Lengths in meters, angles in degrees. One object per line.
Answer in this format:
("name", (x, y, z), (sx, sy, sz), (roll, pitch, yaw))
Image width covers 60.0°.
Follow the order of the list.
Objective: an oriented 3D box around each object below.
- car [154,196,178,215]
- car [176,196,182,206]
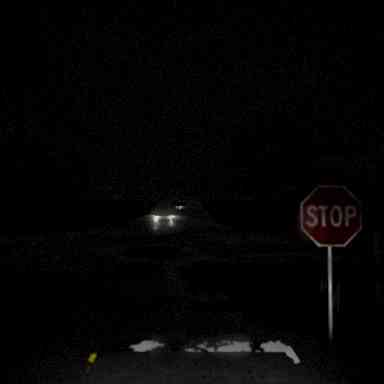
("car", (-2.843, 1.545, 35.102), (1.882, 1.535, 5.008), (0, 0, 0))
("car", (-2.804, 1.513, 57.311), (2.097, 1.767, 4.553), (0, 0, 0))
